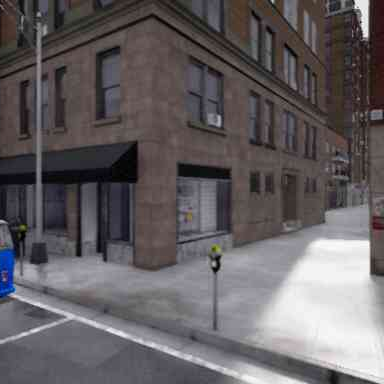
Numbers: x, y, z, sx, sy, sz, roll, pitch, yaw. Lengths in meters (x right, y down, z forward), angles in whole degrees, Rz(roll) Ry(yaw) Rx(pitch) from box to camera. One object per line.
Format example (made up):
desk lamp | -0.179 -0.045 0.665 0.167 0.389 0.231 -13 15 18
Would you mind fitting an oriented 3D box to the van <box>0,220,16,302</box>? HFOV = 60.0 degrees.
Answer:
van | -5.309 1.350 6.863 3.998 1.788 1.690 0 0 35
